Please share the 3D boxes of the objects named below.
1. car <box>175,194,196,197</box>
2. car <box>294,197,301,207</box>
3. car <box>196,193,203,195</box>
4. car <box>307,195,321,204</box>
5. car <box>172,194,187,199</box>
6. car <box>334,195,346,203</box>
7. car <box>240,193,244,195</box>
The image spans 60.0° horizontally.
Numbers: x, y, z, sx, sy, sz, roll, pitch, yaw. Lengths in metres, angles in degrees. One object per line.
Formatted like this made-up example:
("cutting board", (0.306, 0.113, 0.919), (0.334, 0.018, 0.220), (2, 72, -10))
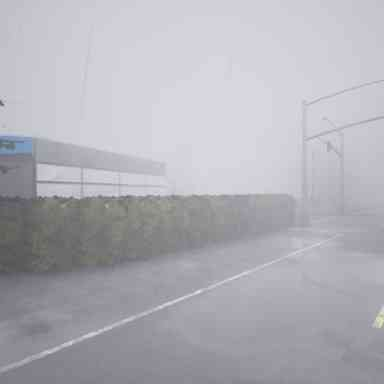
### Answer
("car", (-1.875, 1.298, 66.108), (2.007, 1.523, 4.514), (0, 0, 38))
("car", (13.036, 1.340, 44.656), (2.007, 1.523, 4.514), (0, 0, 38))
("car", (1.971, 1.154, 86.094), (2.152, 1.636, 5.027), (0, 0, 38))
("car", (22.179, 1.384, 61.143), (1.970, 1.475, 3.806), (0, 0, 38))
("car", (-3.277, 1.232, 89.803), (1.970, 1.475, 3.806), (0, 0, 38))
("car", (29.106, 1.374, 65.139), (1.845, 1.501, 3.633), (0, 0, 38))
("car", (12.034, 1.077, 78.193), (1.905, 1.878, 3.866), (0, 0, 38))
